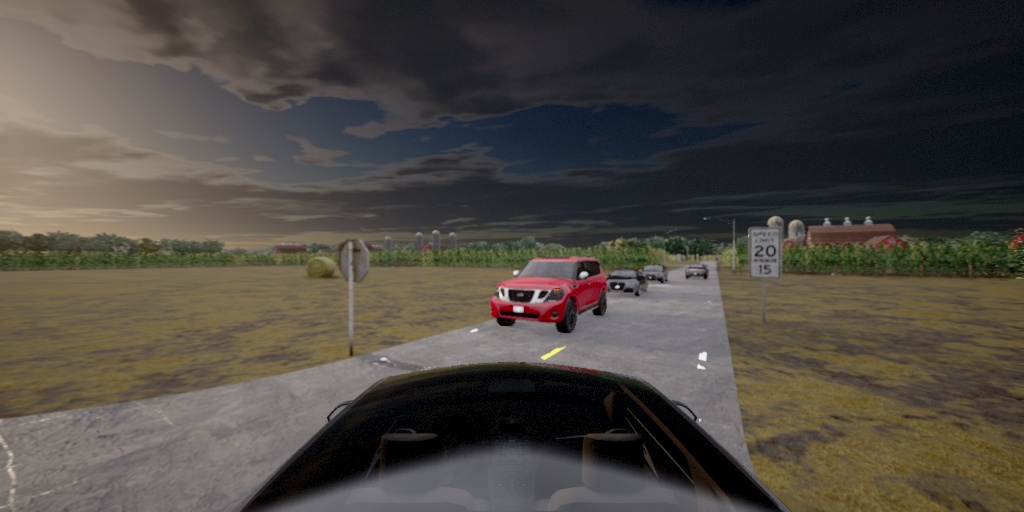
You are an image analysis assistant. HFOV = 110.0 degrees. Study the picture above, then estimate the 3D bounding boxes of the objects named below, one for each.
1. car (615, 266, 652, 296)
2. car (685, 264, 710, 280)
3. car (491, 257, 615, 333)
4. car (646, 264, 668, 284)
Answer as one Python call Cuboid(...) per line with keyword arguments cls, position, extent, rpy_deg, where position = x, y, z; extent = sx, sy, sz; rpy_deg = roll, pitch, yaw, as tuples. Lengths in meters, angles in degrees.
Cuboid(cls="car", position=(6.494, 1.451, 20.495), extent=(1.994, 1.385, 4.181), rpy_deg=(0, 0, 29))
Cuboid(cls="car", position=(18.671, 1.523, 36.161), extent=(2.128, 1.511, 4.902), rpy_deg=(0, 0, 31))
Cuboid(cls="car", position=(1.498, 1.035, 11.596), extent=(2.150, 2.045, 5.566), rpy_deg=(0, -1, 29))
Cuboid(cls="car", position=(12.016, 1.470, 30.245), extent=(1.837, 1.490, 4.892), rpy_deg=(0, 0, 29))
